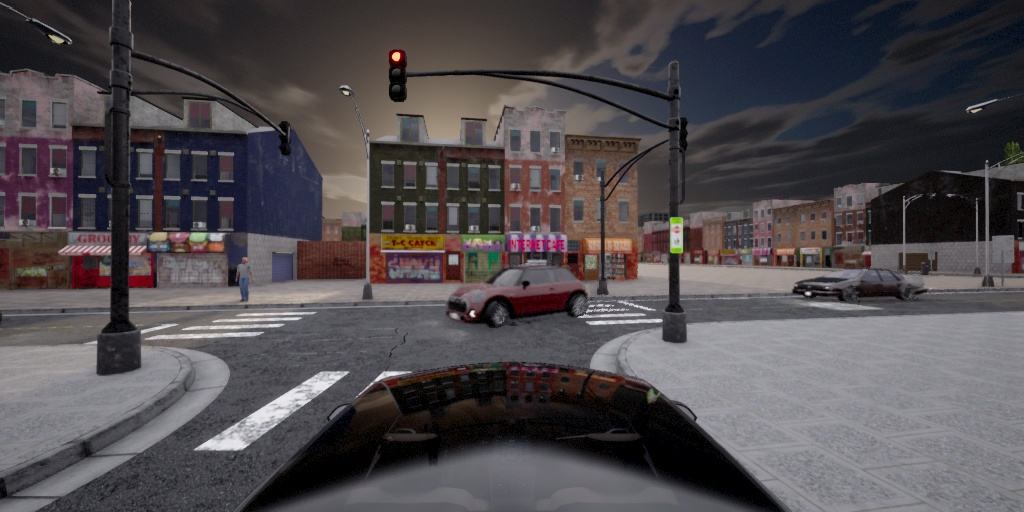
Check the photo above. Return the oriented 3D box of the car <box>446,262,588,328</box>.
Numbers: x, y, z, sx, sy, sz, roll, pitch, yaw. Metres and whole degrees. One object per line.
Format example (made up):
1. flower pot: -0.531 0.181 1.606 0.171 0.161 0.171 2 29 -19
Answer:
1. car: 0.229 1.102 11.468 4.553 1.767 2.097 0 0 -33

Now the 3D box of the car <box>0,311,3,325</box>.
1. car: -15.410 1.278 8.332 4.902 1.511 2.128 0 0 -8

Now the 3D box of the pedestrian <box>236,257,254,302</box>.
1. pedestrian: -11.107 0.945 14.926 0.375 1.860 0.375 0 0 -9

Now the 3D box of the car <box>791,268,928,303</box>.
1. car: 15.649 1.261 16.174 5.357 1.411 2.033 0 0 -9
